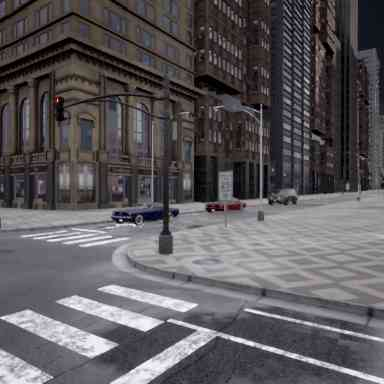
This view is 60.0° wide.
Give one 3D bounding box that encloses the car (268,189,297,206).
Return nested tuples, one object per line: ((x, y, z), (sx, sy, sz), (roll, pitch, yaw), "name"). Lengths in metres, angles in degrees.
((11.471, 0.642, 41.838), (2.150, 2.045, 5.566), (0, 1, 36), "car")

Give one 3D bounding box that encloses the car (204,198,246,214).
((3.078, 1.212, 30.084), (1.895, 1.301, 4.718), (0, 1, 35), "car")

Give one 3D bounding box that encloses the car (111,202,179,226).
((-2.960, 1.351, 21.619), (1.895, 1.301, 4.718), (0, 1, 36), "car")
